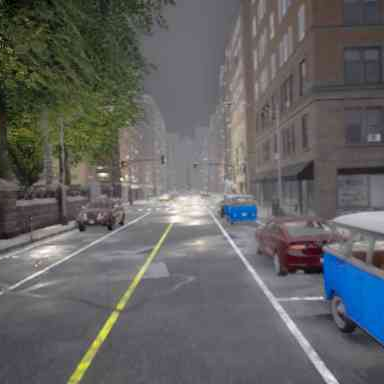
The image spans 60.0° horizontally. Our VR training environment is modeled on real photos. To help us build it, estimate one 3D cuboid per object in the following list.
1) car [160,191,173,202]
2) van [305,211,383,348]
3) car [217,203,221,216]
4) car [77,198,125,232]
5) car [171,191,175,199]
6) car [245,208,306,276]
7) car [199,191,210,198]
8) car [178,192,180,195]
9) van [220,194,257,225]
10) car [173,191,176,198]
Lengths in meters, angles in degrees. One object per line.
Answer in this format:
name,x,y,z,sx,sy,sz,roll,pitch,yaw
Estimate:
car,-5.327,1.110,64.402,1.752,1.417,4.829,-2,1,0
van,2.909,1.200,3.902,1.690,1.788,3.998,-2,1,0
car,3.022,1.215,26.544,1.947,1.339,4.313,-2,1,0
car,-5.533,1.327,20.884,2.192,1.841,5.009,-2,1,0
car,-5.300,1.082,70.022,2.008,1.369,4.403,-2,1,0
car,2.943,1.352,9.564,1.887,1.381,4.507,-2,1,0
car,3.264,0.561,80.917,1.967,1.590,4.097,-2,1,0
car,-5.201,0.882,91.825,2.008,1.369,4.403,-2,1,0
van,2.987,1.044,20.882,1.690,1.788,3.998,-2,1,0
car,-5.276,1.024,75.473,1.887,1.381,4.507,-2,1,0
